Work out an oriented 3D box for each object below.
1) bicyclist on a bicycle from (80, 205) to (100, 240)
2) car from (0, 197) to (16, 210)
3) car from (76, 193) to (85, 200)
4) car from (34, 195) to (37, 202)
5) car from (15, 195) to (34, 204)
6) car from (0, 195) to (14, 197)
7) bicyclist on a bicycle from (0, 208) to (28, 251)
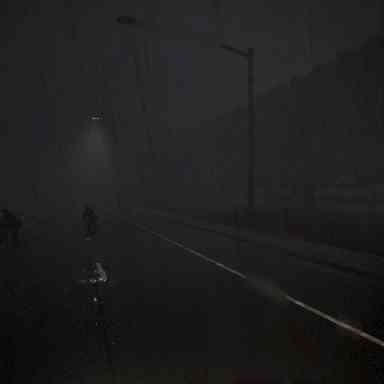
[{"bbox_3d":[-4.901,1.455,15.884,1.656,1.620,0.582,-3,-2,39],"label":"bicyclist on a bicycle"},{"bbox_3d":[-23.965,1.601,42.051,1.895,1.301,4.718,0,0,-20],"label":"car"},{"bbox_3d":[-27.525,1.219,82.558,1.812,1.442,4.674,0,1,-20],"label":"car"},{"bbox_3d":[-35.384,1.328,73.490,2.128,1.511,4.902,0,1,-20],"label":"car"},{"bbox_3d":[-31.225,1.461,62.144,1.837,1.490,4.892,0,0,-20],"label":"car"},{"bbox_3d":[-34.379,1.310,60.577,2.097,1.767,4.553,0,1,-20],"label":"car"},{"bbox_3d":[-7.027,1.455,12.797,1.656,1.620,0.582,-2,0,13],"label":"bicyclist on a bicycle"}]
